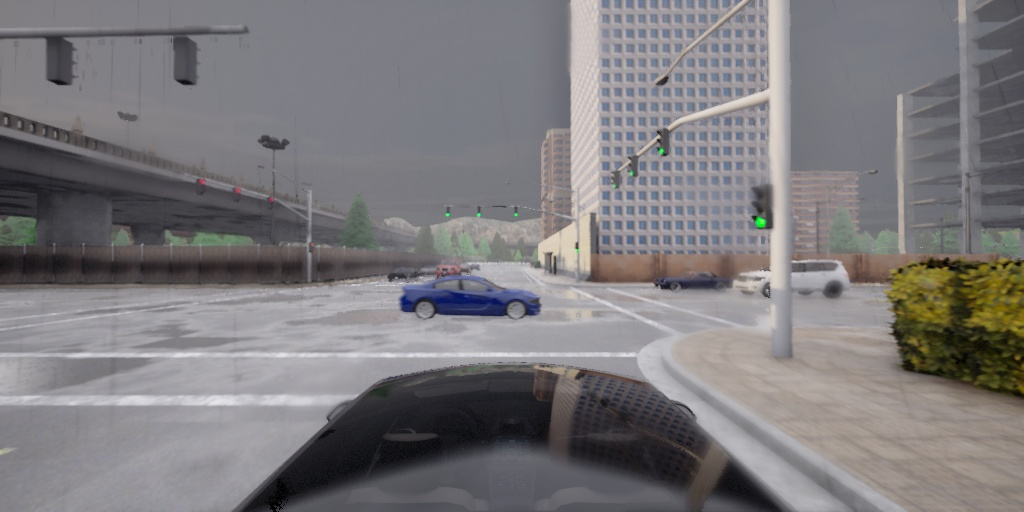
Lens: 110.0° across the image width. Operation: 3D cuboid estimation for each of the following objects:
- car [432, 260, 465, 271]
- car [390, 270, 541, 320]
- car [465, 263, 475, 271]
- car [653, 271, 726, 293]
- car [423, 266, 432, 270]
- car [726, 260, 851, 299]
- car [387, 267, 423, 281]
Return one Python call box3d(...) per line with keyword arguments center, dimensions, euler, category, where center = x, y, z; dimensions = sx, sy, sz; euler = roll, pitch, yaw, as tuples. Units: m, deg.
box3d(center=(-7.089, 1.445, 40.558), dimensions=(2.150, 2.045, 5.566), euler=(0, -1, 0), category="car")
box3d(center=(-1.467, 1.446, 12.898), dimensions=(5.008, 1.535, 1.882), euler=(1, -1, 0), category="car")
box3d(center=(-7.085, 1.850, 52.698), dimensions=(1.882, 1.535, 5.008), euler=(0, -1, 0), category="car")
box3d(center=(11.855, 1.672, 23.517), dimensions=(4.718, 1.301, 1.895), euler=(0, -1, 0), category="car")
box3d(center=(-10.594, 1.897, 46.531), dimensions=(1.895, 1.301, 4.718), euler=(0, -1, 0), category="car")
box3d(center=(15.528, 1.251, 20.030), dimensions=(5.566, 2.045, 2.150), euler=(0, -1, 0), category="car")
box3d(center=(-10.618, 1.760, 35.265), dimensions=(1.895, 1.301, 4.718), euler=(0, -1, 1), category="car")
